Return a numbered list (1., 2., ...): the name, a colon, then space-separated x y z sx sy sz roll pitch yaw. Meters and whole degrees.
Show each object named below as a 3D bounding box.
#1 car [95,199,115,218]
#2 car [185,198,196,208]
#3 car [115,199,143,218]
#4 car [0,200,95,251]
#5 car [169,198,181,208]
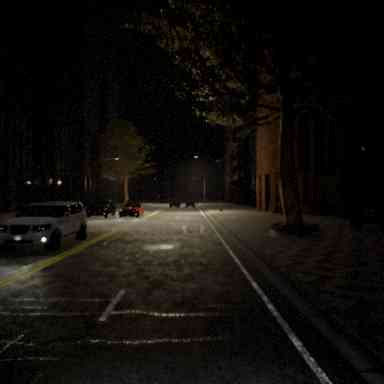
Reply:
1. car: -9.936 1.857 36.770 2.150 2.045 5.566 0 -1 0
2. car: -0.358 2.453 68.374 1.837 1.490 4.892 0 -1 0
3. car: -6.687 1.924 36.847 2.097 1.767 4.553 0 -1 0
4. car: -6.640 1.455 15.556 2.150 2.045 5.566 0 -1 1
5. car: -3.606 2.456 67.940 1.837 1.490 4.892 0 -1 0
